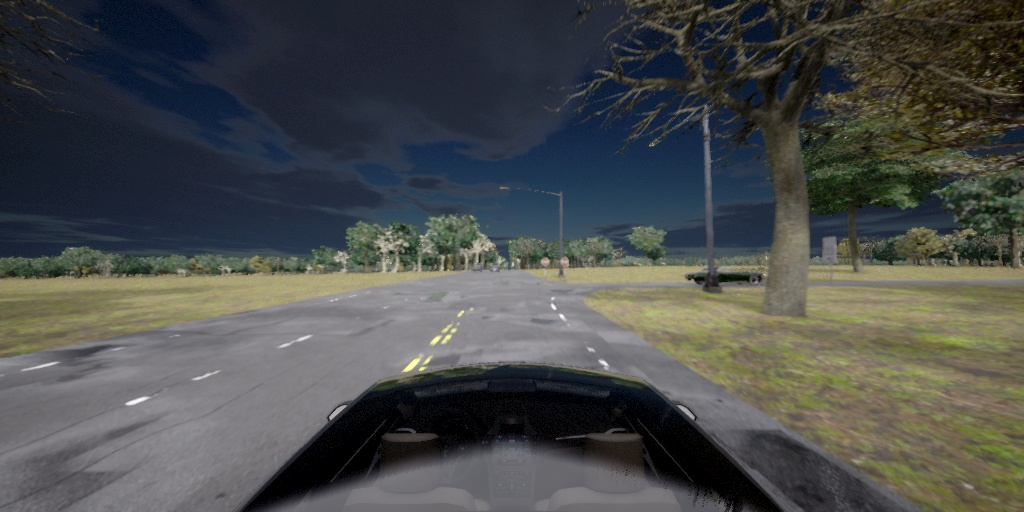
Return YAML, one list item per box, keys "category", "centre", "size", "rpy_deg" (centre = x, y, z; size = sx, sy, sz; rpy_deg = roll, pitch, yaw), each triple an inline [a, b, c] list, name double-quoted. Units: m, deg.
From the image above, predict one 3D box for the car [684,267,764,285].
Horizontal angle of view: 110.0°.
- category: "car"
  centre: [14.907, 1.392, 25.264]
  size: [4.718, 1.301, 1.895]
  rpy_deg: [0, -3, 0]
